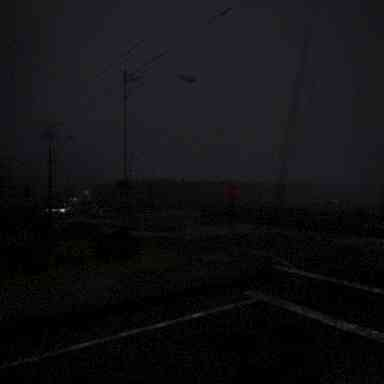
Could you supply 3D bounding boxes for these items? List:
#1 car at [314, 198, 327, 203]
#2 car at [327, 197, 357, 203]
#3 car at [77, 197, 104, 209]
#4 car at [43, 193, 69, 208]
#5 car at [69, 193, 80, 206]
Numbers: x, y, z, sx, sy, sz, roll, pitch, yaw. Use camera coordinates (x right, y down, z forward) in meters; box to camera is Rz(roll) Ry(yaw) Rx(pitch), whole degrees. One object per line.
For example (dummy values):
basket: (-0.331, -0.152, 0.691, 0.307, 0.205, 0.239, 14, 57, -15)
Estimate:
car: (22.049, 1.606, 54.129, 5.357, 1.411, 2.033, 0, 0, -35)
car: (23.806, 1.504, 51.575, 4.902, 1.511, 2.128, 0, 0, -35)
car: (-13.667, 1.625, 45.269, 1.895, 1.301, 4.718, 0, 0, -34)
car: (-20.146, 1.294, 48.407, 2.150, 2.045, 5.566, 0, 0, -35)
car: (-19.561, 1.245, 53.713, 2.150, 2.045, 5.566, 0, 0, -35)
